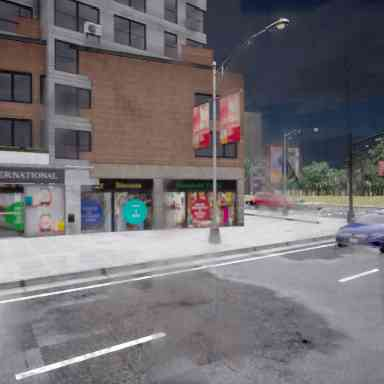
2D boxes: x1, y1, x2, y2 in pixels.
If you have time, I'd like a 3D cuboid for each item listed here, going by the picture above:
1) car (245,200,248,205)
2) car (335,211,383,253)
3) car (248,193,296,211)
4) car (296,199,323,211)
[{"bbox_3d":[9.589,1.473,47.565,1.895,1.301,4.718,0,0,-22],"label":"car"},{"bbox_3d":[7.777,1.526,13.688,4.674,1.442,1.812,0,0,-38],"label":"car"},{"bbox_3d":[9.388,1.123,39.481,2.150,2.045,5.566,0,0,-22],"label":"car"},{"bbox_3d":[13.081,1.493,39.095,1.895,1.301,4.718,0,0,-23],"label":"car"}]
